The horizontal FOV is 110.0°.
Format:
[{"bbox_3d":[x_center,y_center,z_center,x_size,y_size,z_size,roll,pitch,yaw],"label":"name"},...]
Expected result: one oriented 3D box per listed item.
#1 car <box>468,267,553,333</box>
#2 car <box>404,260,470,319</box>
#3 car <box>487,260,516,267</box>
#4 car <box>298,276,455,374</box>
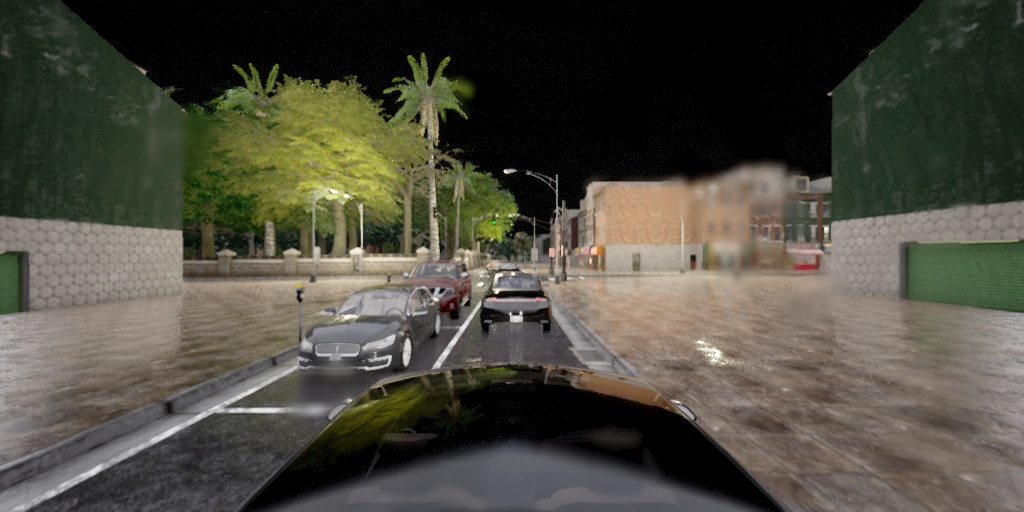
[{"bbox_3d":[0.113,1.256,10.794,2.128,1.511,4.902,0,0,0],"label":"car"},{"bbox_3d":[-2.618,1.083,13.021,2.192,1.841,5.009,0,0,0],"label":"car"},{"bbox_3d":[-0.672,1.300,27.017,2.128,1.511,4.902,0,0,-14],"label":"car"},{"bbox_3d":[-2.629,1.309,7.558,2.007,1.370,4.403,0,0,0],"label":"car"}]
